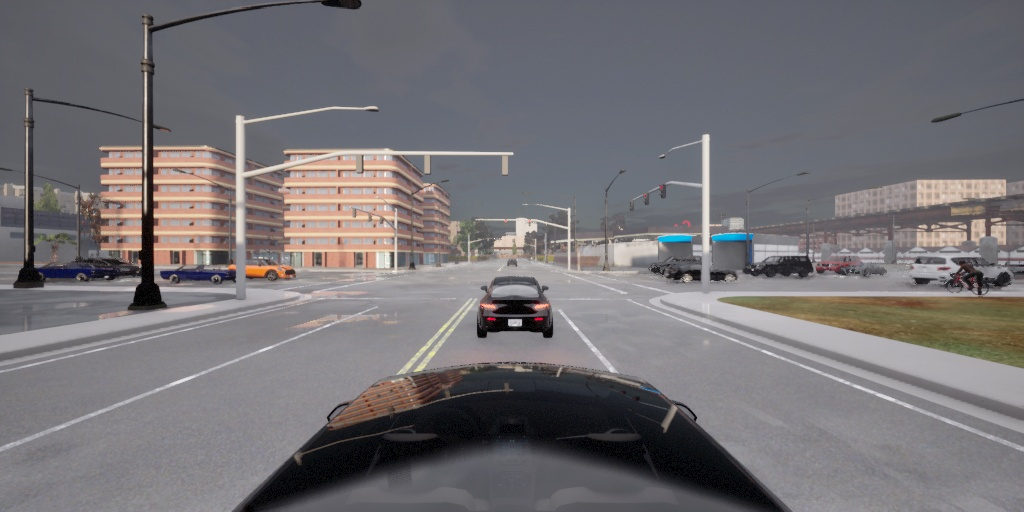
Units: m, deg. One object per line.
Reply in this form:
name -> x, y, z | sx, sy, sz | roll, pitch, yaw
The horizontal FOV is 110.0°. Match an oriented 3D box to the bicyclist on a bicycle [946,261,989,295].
bicyclist on a bicycle -> 21.913, 1.050, 17.291 | 0.582, 1.620, 1.656 | 0, 0, 0

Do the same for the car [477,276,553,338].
car -> 0.075, 1.275, 10.056 | 1.812, 1.442, 4.674 | 0, 0, 0

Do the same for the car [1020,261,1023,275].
car -> 47.810, 1.241, 33.818 | 4.902, 1.511, 2.128 | 0, 0, -30

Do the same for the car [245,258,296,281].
car -> -19.458, 0.985, 28.007 | 4.553, 1.767, 2.097 | 1, 0, 1

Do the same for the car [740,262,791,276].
car -> 26.594, 1.313, 37.730 | 4.181, 1.385, 1.994 | 0, 0, -8

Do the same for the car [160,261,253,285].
car -> -20.958, 1.220, 24.538 | 4.718, 1.301, 1.895 | 1, 0, 2

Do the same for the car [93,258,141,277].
car -> -31.831, 0.960, 28.242 | 4.892, 1.490, 1.837 | 1, 0, 1

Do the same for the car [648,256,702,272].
car -> 17.195, 0.970, 37.376 | 5.566, 2.045, 2.150 | 0, 0, 1

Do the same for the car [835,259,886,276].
car -> 35.253, 1.313, 36.009 | 4.181, 1.385, 1.994 | 0, 0, -18

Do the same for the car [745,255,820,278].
car -> 25.459, 0.970, 34.071 | 5.566, 2.045, 2.150 | 0, 0, -5

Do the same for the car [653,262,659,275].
car -> 16.106, 1.313, 33.943 | 4.181, 1.385, 1.994 | 0, 0, 0

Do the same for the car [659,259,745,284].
car -> 14.082, 1.227, 26.731 | 5.008, 1.535, 1.882 | 0, 0, 1

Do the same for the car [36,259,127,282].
car -> -30.072, 1.087, 24.705 | 4.718, 1.301, 1.895 | 1, 0, 1

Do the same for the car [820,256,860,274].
car -> 36.633, 0.970, 40.103 | 5.566, 2.045, 2.150 | 0, 0, -22

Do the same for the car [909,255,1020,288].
car -> 29.590, 0.971, 23.739 | 5.566, 2.045, 2.150 | 0, 0, -7
